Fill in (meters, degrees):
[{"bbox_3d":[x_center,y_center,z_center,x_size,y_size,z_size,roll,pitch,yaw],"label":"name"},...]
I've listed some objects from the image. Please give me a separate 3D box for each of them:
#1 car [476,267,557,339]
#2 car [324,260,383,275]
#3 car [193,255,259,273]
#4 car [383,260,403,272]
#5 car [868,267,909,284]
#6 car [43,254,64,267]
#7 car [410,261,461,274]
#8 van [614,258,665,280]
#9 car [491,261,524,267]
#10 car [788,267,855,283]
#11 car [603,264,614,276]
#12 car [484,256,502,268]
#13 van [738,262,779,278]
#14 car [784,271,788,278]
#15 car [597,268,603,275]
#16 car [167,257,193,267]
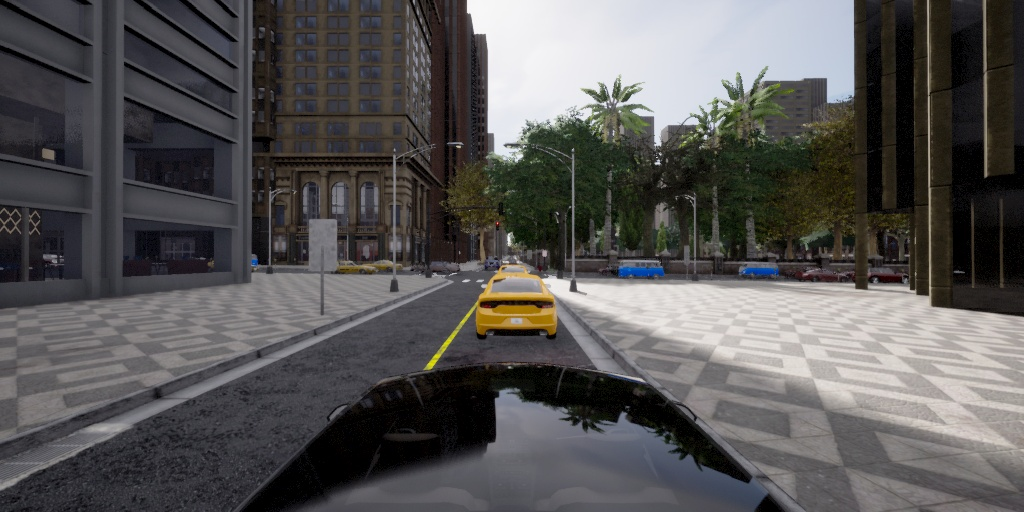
[{"bbox_3d":[0.112,1.230,10.108,1.882,1.535,5.008,0,0,0],"label":"car"},{"bbox_3d":[-14.975,1.053,33.324,4.829,1.417,1.751,0,0,0],"label":"car"},{"bbox_3d":[-26.316,0.868,33.395,4.829,1.417,1.751,0,0,0],"label":"car"},{"bbox_3d":[-15.272,1.102,41.851,4.829,1.417,1.751,0,0,0],"label":"car"},{"bbox_3d":[34.035,1.779,33.019,4.097,1.591,1.967,0,0,0],"label":"car"},{"bbox_3d":[-43.498,0.508,33.502,4.097,1.591,1.967,0,0,0],"label":"car"},{"bbox_3d":[-8.303,1.233,39.143,5.357,1.411,2.033,1,0,0],"label":"car"},{"bbox_3d":[11.942,1.315,33.156,3.998,1.789,1.690,0,0,0],"label":"van"},{"bbox_3d":[0.042,1.235,20.168,1.882,1.535,5.008,0,0,0],"label":"car"},{"bbox_3d":[28.512,1.830,33.053,4.207,1.307,1.802,0,0,0],"label":"car"},{"bbox_3d":[13.273,1.250,39.014,5.566,2.045,2.150,1,0,0],"label":"car"},{"bbox_3d":[-2.975,1.036,54.563,2.150,2.045,5.566,0,0,0],"label":"car"},{"bbox_3d":[28.554,1.638,41.579,3.998,1.789,1.690,0,0,0],"label":"van"},{"bbox_3d":[32.460,1.910,38.884,4.181,1.385,1.994,1,0,0],"label":"car"},{"bbox_3d":[11.984,1.606,41.682,4.207,1.307,1.802,0,0,0],"label":"car"},{"bbox_3d":[-37.782,0.775,41.991,4.313,1.339,1.948,0,0,0],"label":"car"}]
